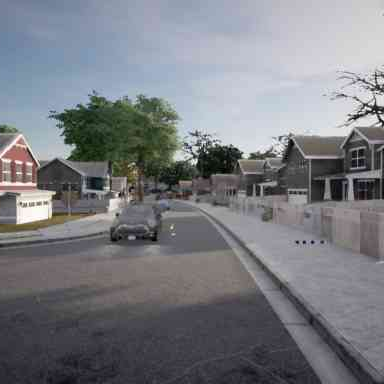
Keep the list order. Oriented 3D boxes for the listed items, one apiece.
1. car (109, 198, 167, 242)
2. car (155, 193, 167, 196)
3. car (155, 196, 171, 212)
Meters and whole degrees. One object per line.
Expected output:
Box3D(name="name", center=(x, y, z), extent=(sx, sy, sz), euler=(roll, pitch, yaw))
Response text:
Box3D(name="car", center=(-2.580, 1.354, 16.319), extent=(2.097, 1.767, 4.553), euler=(0, 0, -1))
Box3D(name="car", center=(-6.241, 1.235, 66.692), extent=(2.150, 2.045, 5.566), euler=(0, 0, -8))
Box3D(name="car", center=(-3.608, 1.600, 40.678), extent=(1.812, 1.442, 4.674), euler=(0, 0, -4))
